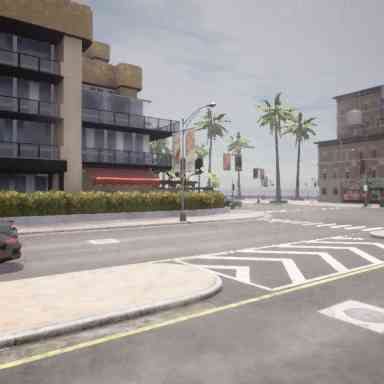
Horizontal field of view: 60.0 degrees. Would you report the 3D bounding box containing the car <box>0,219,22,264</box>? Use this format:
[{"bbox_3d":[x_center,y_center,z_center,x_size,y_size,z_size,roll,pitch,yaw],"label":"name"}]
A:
[{"bbox_3d":[-7.098,1.526,8.750,4.674,1.442,1.812,0,0,-37],"label":"car"}]

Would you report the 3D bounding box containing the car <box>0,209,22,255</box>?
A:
[{"bbox_3d":[-8.913,1.492,11.763,4.902,1.511,2.128,0,0,-35],"label":"car"}]

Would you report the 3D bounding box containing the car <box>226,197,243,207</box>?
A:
[{"bbox_3d":[5.755,1.505,51.583,1.837,1.490,4.892,0,0,-35],"label":"car"}]
